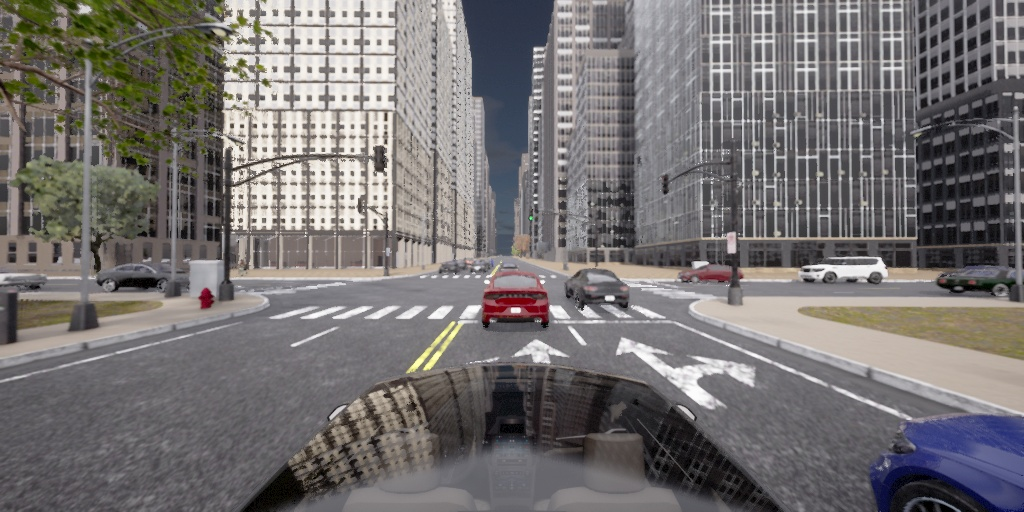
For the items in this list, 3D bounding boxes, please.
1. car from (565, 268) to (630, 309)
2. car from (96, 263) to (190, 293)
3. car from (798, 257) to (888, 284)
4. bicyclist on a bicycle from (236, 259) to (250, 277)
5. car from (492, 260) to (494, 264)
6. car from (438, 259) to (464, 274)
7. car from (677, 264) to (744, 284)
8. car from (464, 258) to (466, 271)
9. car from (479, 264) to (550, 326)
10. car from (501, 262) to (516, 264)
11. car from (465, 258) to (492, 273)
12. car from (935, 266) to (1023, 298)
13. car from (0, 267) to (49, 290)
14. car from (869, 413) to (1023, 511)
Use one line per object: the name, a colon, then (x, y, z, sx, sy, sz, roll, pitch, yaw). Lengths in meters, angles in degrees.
car: (3.321, 1.223, 14.536, 1.812, 1.442, 4.674, 0, 1, 0)
car: (-19.288, 1.145, 19.277, 4.902, 1.511, 2.128, 0, -1, 2)
car: (25.243, 1.073, 27.451, 5.566, 2.045, 2.150, 0, -1, 1)
bicyclist on a bicycle: (-25.164, 1.148, 33.569, 0.582, 1.620, 1.656, 0, -1, 2)
car: (-4.022, 1.226, 52.275, 1.837, 1.490, 4.892, 0, 0, 0)
car: (-7.127, 1.293, 41.187, 1.994, 1.385, 4.181, 0, 0, 0)
car: (15.286, 1.366, 27.717, 4.674, 1.442, 1.812, 0, -1, 2)
car: (-7.247, 1.214, 50.004, 2.128, 1.511, 4.902, 0, 0, -1)
car: (0.091, 1.215, 11.645, 1.882, 1.535, 5.008, 0, 1, 0)
car: (-0.286, 1.280, 32.816, 2.128, 1.511, 4.902, 0, 2, -1)
car: (-3.894, 1.221, 42.604, 2.128, 1.511, 4.902, 0, 0, 0)
car: (24.165, 1.309, 17.553, 4.718, 1.301, 1.895, 0, -1, 2)
car: (-28.556, 1.241, 19.555, 4.718, 1.301, 1.895, 0, -1, 1)
car: (3.350, 1.275, 0.447, 1.812, 1.442, 4.674, 0, 0, 0)
